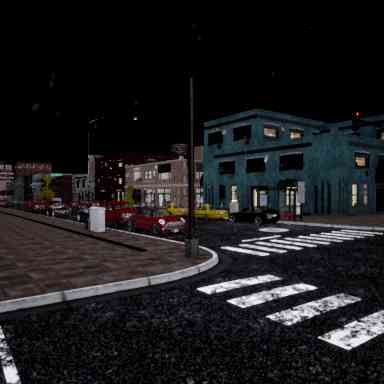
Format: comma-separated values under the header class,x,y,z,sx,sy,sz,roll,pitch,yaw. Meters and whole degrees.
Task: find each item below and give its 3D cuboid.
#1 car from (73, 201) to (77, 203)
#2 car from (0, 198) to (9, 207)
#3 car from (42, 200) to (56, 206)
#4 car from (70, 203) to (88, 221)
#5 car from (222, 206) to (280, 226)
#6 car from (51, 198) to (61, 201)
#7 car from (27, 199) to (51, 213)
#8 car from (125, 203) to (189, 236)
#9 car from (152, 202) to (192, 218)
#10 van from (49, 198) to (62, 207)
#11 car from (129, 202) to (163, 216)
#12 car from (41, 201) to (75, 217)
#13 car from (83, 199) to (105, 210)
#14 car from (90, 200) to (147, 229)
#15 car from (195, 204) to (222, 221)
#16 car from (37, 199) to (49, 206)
class,x,y,z,sx,sy,sz,roll,pitch,yaw
car,-22.254,2.279,61.582,1.802,1.307,4.206,-1,0,-36
car,-42.470,2.358,74.798,2.192,1.841,5.009,-1,0,-36
car,-32.340,2.445,75.219,1.887,1.381,4.507,-1,0,-36
car,-8.811,1.919,29.370,2.008,1.369,4.403,-1,0,-36
car,4.643,1.725,25.219,1.947,1.339,4.313,-1,0,-36
car,-25.297,2.265,61.343,1.812,1.442,4.674,-1,0,-35
car,-22.264,1.952,47.551,2.192,1.841,5.009,-1,0,-36
car,-2.089,1.674,20.279,1.967,1.590,4.097,-1,0,-36
car,-2.184,1.821,34.446,1.752,1.417,4.829,-1,0,-36
van,-28.983,2.174,70.673,1.690,1.788,3.998,-1,0,-36
car,-5.445,1.911,38.855,2.008,1.369,4.403,-1,0,-36
car,-15.535,2.053,38.460,2.008,1.369,4.403,-1,0,-36
car,-15.533,2.003,52.491,1.967,1.590,4.097,-1,0,-36
car,-5.454,1.616,24.824,2.192,1.841,5.009,-1,0,-36
car,1.178,1.753,29.901,1.752,1.417,4.829,-1,0,-36
car,-35.803,2.495,79.901,1.752,1.417,4.829,-1,0,-36
